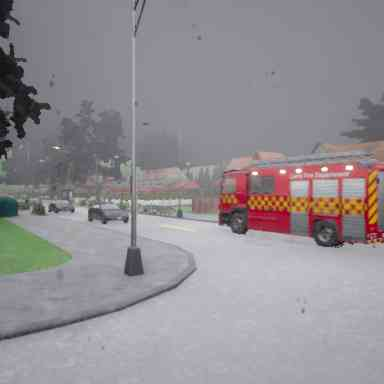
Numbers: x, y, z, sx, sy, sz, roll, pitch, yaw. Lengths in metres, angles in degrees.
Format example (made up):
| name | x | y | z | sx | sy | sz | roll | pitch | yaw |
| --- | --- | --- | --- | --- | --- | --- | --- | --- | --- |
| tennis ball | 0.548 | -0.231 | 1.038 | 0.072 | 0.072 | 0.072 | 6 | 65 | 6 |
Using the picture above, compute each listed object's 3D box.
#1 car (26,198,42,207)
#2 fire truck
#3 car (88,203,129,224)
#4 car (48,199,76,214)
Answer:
| name | x | y | z | sx | sy | sz | roll | pitch | yaw |
| --- | --- | --- | --- | --- | --- | --- | --- | --- | --- |
| car | -23.181 | 1.553 | 48.556 | 1.812 | 1.442 | 4.674 | 0 | 0 | -35 |
| fire truck | 4.981 | 0.342 | 15.950 | 2.891 | 3.827 | 8.468 | 0 | 0 | -35 |
| car | -6.344 | 1.526 | 24.792 | 1.812 | 1.442 | 4.674 | 0 | 0 | -36 |
| car | -13.950 | 1.526 | 35.457 | 1.812 | 1.442 | 4.674 | 0 | 0 | -36 |
